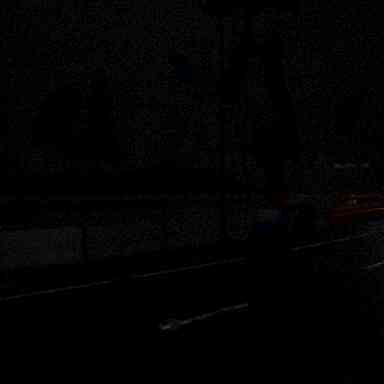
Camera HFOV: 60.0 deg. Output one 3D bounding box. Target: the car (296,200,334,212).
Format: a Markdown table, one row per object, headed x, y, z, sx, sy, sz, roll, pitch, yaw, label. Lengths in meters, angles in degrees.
| x | y | z | sx | sy | sz | roll | pitch | yaw | label |
| --- | --- | --- | --- | --- | --- | --- | --- | --- | --- |
| 13.234 | 1.811 | 34.718 | 2.033 | 1.411 | 5.357 | -1 | -1 | 42 | car |

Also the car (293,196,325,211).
| x | y | z | sx | sy | sz | roll | pitch | yaw | label |
| --- | --- | --- | --- | --- | --- | --- | --- | --- | --- |
| 15.350 | 1.546 | 42.450 | 2.150 | 2.045 | 5.566 | -1 | -1 | 41 | car |

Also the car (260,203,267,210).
| x | y | z | sx | sy | sz | roll | pitch | yaw | label |
| --- | --- | --- | --- | --- | --- | --- | --- | --- | --- |
| 12.180 | 1.964 | 49.532 | 2.033 | 1.411 | 5.357 | -1 | -1 | 41 | car |

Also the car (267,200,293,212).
| x | y | z | sx | sy | sz | roll | pitch | yaw | label |
| --- | --- | --- | --- | --- | --- | --- | --- | --- | --- |
| 12.548 | 1.912 | 44.547 | 2.033 | 1.411 | 5.357 | -1 | -1 | 41 | car |
